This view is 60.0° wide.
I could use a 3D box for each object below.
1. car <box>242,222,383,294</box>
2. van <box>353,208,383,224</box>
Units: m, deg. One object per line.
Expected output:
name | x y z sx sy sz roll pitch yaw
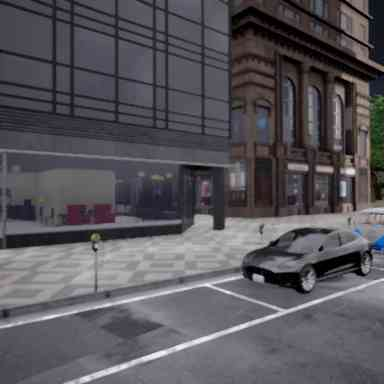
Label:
car | 3.314 1.678 9.164 4.313 1.339 1.947 0 -1 -37
van | 7.662 1.483 12.431 3.998 1.788 1.690 0 -1 -37
